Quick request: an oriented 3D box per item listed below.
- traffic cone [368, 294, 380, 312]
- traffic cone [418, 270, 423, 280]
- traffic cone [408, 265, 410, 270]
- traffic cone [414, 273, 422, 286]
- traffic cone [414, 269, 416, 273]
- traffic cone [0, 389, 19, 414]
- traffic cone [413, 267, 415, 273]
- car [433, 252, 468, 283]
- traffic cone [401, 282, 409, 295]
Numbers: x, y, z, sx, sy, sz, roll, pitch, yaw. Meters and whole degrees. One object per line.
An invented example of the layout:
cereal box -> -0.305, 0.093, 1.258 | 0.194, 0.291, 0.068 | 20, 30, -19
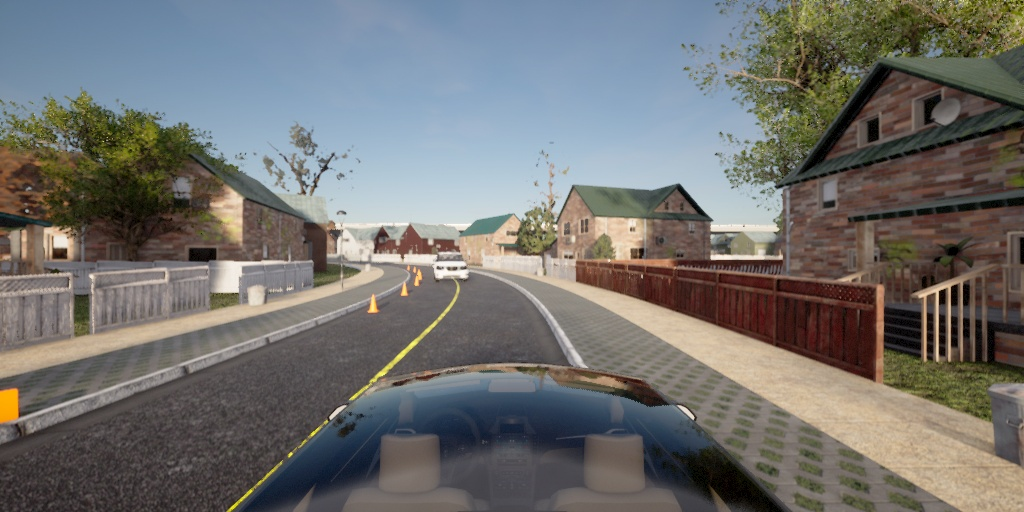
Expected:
traffic cone -> -4.724, 1.602, 12.223 | 0.340, 0.580, 0.340 | 0, 0, -3
traffic cone -> -6.794, 1.451, 26.570 | 0.340, 0.580, 0.340 | 0, 0, -14
traffic cone -> -11.600, 1.298, 40.246 | 0.340, 0.580, 0.340 | 0, 0, -25
traffic cone -> -5.796, 1.502, 21.836 | 0.340, 0.580, 0.340 | 0, 0, -10
traffic cone -> -8.099, 1.400, 31.229 | 0.340, 0.580, 0.340 | 0, 0, -17
traffic cone -> -5.597, 1.360, 3.856 | 0.340, 0.580, 0.340 | 0, 0, 28
traffic cone -> -9.703, 1.349, 35.795 | 0.340, 0.580, 0.340 | 0, 0, -21
car -> -4.394, 0.735, 25.440 | 2.150, 2.045, 5.566 | 0, 1, -13
traffic cone -> -5.105, 1.553, 17.047 | 0.340, 0.580, 0.340 | 0, 0, -6
